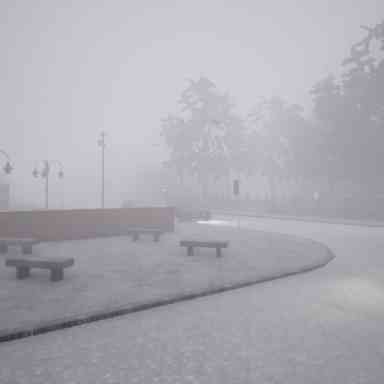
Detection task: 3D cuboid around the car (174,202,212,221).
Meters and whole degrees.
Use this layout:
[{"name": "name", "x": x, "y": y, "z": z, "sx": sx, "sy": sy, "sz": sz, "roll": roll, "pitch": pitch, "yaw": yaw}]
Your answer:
[{"name": "car", "x": -0.249, "y": 1.564, "z": 27.323, "sx": 1.994, "sy": 1.385, "sz": 4.181, "roll": 0, "pitch": 0, "yaw": -35}]

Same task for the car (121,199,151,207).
[{"name": "car", "x": -6.019, "y": 1.505, "z": 35.458, "sx": 1.837, "sy": 1.490, "sz": 4.892, "roll": 0, "pitch": 0, "yaw": -35}]

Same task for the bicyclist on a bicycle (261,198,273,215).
[{"name": "bicyclist on a bicycle", "x": 7.092, "y": 1.349, "z": 31.482, "sx": 1.656, "sy": 1.620, "sz": 0.582, "roll": 0, "pitch": 0, "yaw": -35}]
